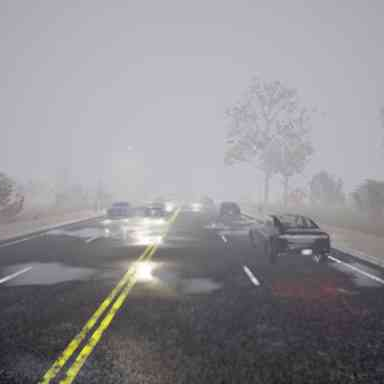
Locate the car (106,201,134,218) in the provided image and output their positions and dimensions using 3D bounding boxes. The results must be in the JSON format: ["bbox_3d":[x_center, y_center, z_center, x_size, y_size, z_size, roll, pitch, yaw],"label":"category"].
[{"bbox_3d":[-6.710,1.604,31.507,1.882,1.535,5.008,0,0,0],"label":"car"}]

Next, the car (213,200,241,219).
[{"bbox_3d":[3.243,1.598,30.317,1.882,1.535,5.008,0,0,0],"label":"car"}]

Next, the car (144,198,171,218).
[{"bbox_3d":[-3.462,1.618,31.866,2.128,1.511,4.902,0,0,0],"label":"car"}]

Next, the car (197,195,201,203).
[{"bbox_3d":[2.746,1.596,69.087,2.097,1.767,4.553,0,0,-1],"label":"car"}]

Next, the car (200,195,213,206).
[{"bbox_3d":[2.890,1.717,58.107,1.837,1.490,4.892,0,0,-1],"label":"car"}]

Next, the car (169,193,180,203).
[{"bbox_3d":[-3.815,1.311,73.161,2.150,2.045,5.566,0,0,-1],"label":"car"}]

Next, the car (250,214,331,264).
[{"bbox_3d":[3.329,1.543,12.080,2.128,1.511,4.902,0,0,0],"label":"car"}]

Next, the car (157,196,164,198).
[{"bbox_3d":[-7.065,1.639,73.139,1.994,1.385,4.181,0,0,-1],"label":"car"}]
